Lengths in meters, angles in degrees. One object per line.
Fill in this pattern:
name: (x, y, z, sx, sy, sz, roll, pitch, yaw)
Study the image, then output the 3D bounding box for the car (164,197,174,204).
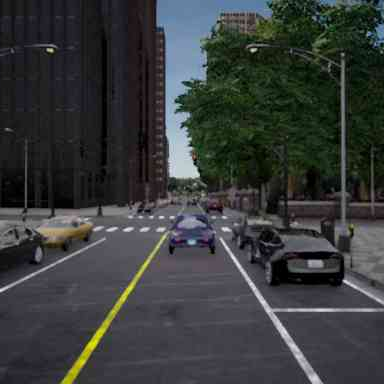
car: (-5.783, 2.218, 85.333, 2.192, 1.841, 5.009, 0, -1, 0)

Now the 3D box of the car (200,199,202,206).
car: (2.750, 2.108, 52.600, 1.947, 1.339, 4.313, 0, -1, 0)

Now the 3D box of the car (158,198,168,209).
car: (-5.776, 2.153, 58.047, 2.008, 1.369, 4.403, 0, -1, 0)

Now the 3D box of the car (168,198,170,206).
car: (-5.778, 2.245, 63.503, 1.802, 1.307, 4.206, 0, -1, 0)

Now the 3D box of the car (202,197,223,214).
car: (2.753, 1.738, 41.691, 2.192, 1.841, 5.009, 0, -1, 0)

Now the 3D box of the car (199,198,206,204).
car: (2.741, 2.491, 90.964, 1.752, 1.417, 4.829, 0, -1, 0)

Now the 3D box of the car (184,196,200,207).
car: (-0.012, 2.047, 66.597, 2.097, 1.767, 4.553, 0, -1, 0)

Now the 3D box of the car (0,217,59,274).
car: (-5.764, 1.646, 9.501, 2.008, 1.369, 4.403, 0, -1, 0)

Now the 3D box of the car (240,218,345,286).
car: (2.761, 1.661, 9.512, 1.947, 1.339, 4.313, 0, -1, 0)

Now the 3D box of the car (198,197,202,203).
car: (2.748, 2.213, 63.513, 2.008, 1.369, 4.403, 0, -1, 0)

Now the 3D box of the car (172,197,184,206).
car: (-3.017, 2.316, 69.278, 1.895, 1.301, 4.718, 0, -1, 0)

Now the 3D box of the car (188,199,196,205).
car: (-0.019, 2.344, 82.221, 1.994, 1.385, 4.181, 0, -1, 0)

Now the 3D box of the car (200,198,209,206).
car: (2.745, 2.223, 74.427, 1.967, 1.590, 4.097, 0, -1, 0)

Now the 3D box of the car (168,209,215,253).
car: (0.002, 1.669, 14.376, 1.812, 1.442, 4.674, 0, 0, 0)

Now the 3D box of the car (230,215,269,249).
car: (2.760, 1.700, 15.025, 2.008, 1.369, 4.403, 0, -1, 0)

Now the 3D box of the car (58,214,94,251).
car: (-5.765, 1.673, 14.844, 1.752, 1.417, 4.829, 0, -1, 0)

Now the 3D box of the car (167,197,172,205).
car: (-5.779, 2.305, 68.960, 1.802, 1.307, 4.206, 0, -1, 0)

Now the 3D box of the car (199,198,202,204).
car: (2.749, 2.153, 58.057, 2.008, 1.369, 4.403, 0, -1, 0)

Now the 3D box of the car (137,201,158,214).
car: (-5.772, 1.989, 41.677, 1.947, 1.339, 4.313, 0, -1, 0)
